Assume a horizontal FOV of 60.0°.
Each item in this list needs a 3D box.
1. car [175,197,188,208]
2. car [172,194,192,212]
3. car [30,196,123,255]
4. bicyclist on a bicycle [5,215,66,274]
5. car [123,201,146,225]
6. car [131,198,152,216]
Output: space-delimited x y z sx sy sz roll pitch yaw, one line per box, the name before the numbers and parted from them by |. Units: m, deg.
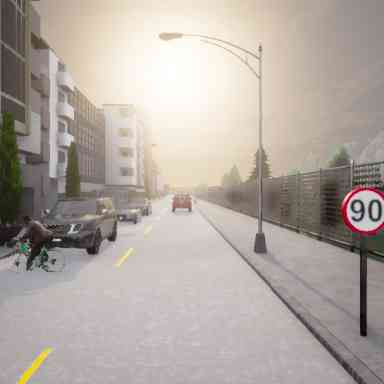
car | -1.562 1.478 49.241 1.882 1.535 5.008 0 0 -1
car | -1.183 1.219 38.954 2.150 2.045 5.566 0 0 -2
car | -4.504 1.222 13.632 2.150 2.045 5.566 0 0 -2
bicyclist on a bicycle | -4.302 1.455 9.090 1.656 1.620 0.582 -2 0 -2
car | -4.793 1.563 24.118 1.994 1.385 4.181 0 0 -2
car | -5.085 1.352 32.061 2.097 1.767 4.553 0 0 -1
